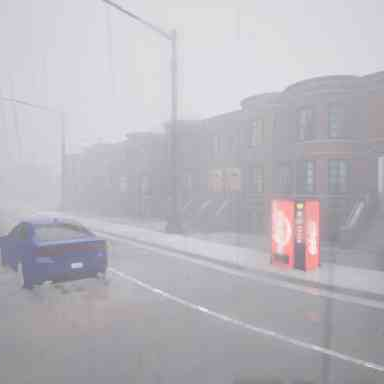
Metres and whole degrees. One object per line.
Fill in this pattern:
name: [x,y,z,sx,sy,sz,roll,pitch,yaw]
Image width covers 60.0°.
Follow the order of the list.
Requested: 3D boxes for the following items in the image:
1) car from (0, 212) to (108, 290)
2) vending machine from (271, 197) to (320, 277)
car: [-4.055,1.477,9.325,1.882,1.535,5.008,0,0,-38]
vending machine: [2.941,1.195,9.479,1.100,2.100,0.880,0,0,-40]
